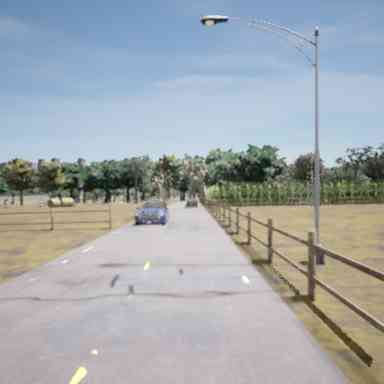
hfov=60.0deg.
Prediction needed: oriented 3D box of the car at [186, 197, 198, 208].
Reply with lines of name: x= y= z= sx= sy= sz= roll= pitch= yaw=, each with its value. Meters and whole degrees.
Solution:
car: x=0.015 y=1.767 z=54.752 sx=2.128 sy=1.511 sz=4.902 roll=0 pitch=-1 yaw=0

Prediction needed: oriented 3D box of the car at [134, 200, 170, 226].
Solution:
car: x=-2.779 y=1.419 z=23.996 sx=2.097 sy=1.767 sz=4.553 roll=0 pitch=0 yaw=1

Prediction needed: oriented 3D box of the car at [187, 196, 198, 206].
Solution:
car: x=0.018 y=1.746 z=65.150 sx=2.097 sy=1.767 sz=4.553 roll=0 pitch=-1 yaw=0
